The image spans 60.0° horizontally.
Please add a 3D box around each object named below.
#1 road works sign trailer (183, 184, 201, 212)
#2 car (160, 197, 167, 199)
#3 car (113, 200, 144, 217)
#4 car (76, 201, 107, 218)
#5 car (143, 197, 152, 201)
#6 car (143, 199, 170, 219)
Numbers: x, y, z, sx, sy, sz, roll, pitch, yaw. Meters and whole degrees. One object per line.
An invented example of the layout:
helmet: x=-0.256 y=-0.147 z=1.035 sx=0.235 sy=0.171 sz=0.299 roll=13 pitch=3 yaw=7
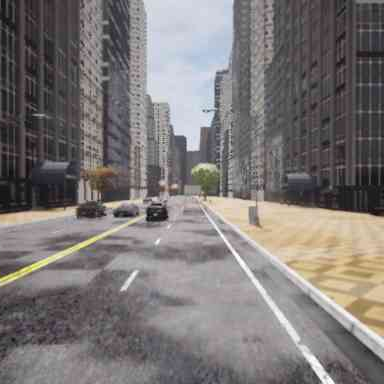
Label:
road works sign trailer: x=0.036 y=0.756 z=43.821 sx=2.380 sy=3.560 sz=2.880 roll=0 pitch=0 yaw=1
car: x=-6.467 y=1.942 z=75.195 sx=2.128 sy=1.511 sz=4.902 roll=0 pitch=0 yaw=0
car: x=-6.577 y=1.773 z=33.848 sx=2.033 sy=1.411 sz=5.357 roll=0 pitch=0 yaw=0
car: x=-9.824 y=1.696 z=32.662 sx=1.882 sy=1.535 sz=5.008 roll=0 pitch=-1 yaw=0
car: x=-9.717 y=1.797 z=73.314 sx=1.994 sy=1.385 sz=4.181 roll=0 pitch=0 yaw=0
car: x=-3.136 y=1.712 z=31.081 sx=1.837 sy=1.490 sz=4.892 roll=0 pitch=0 yaw=0
